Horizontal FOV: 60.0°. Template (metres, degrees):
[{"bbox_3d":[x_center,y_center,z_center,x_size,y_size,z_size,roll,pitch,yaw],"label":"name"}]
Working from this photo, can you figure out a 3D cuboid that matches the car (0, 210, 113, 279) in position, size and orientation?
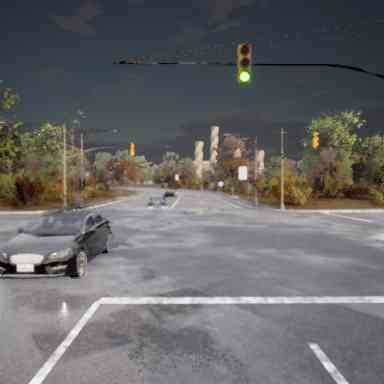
[{"bbox_3d":[-3.593,1.320,9.565,2.128,1.511,4.902,0,1,-1],"label":"car"}]

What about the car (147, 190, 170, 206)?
[{"bbox_3d":[-3.860,0.879,37.874,1.812,1.442,4.674,0,2,-1],"label":"car"}]

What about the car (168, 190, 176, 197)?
[{"bbox_3d":[-4.115,0.323,63.037,1.895,1.301,4.718,0,2,-1],"label":"car"}]
